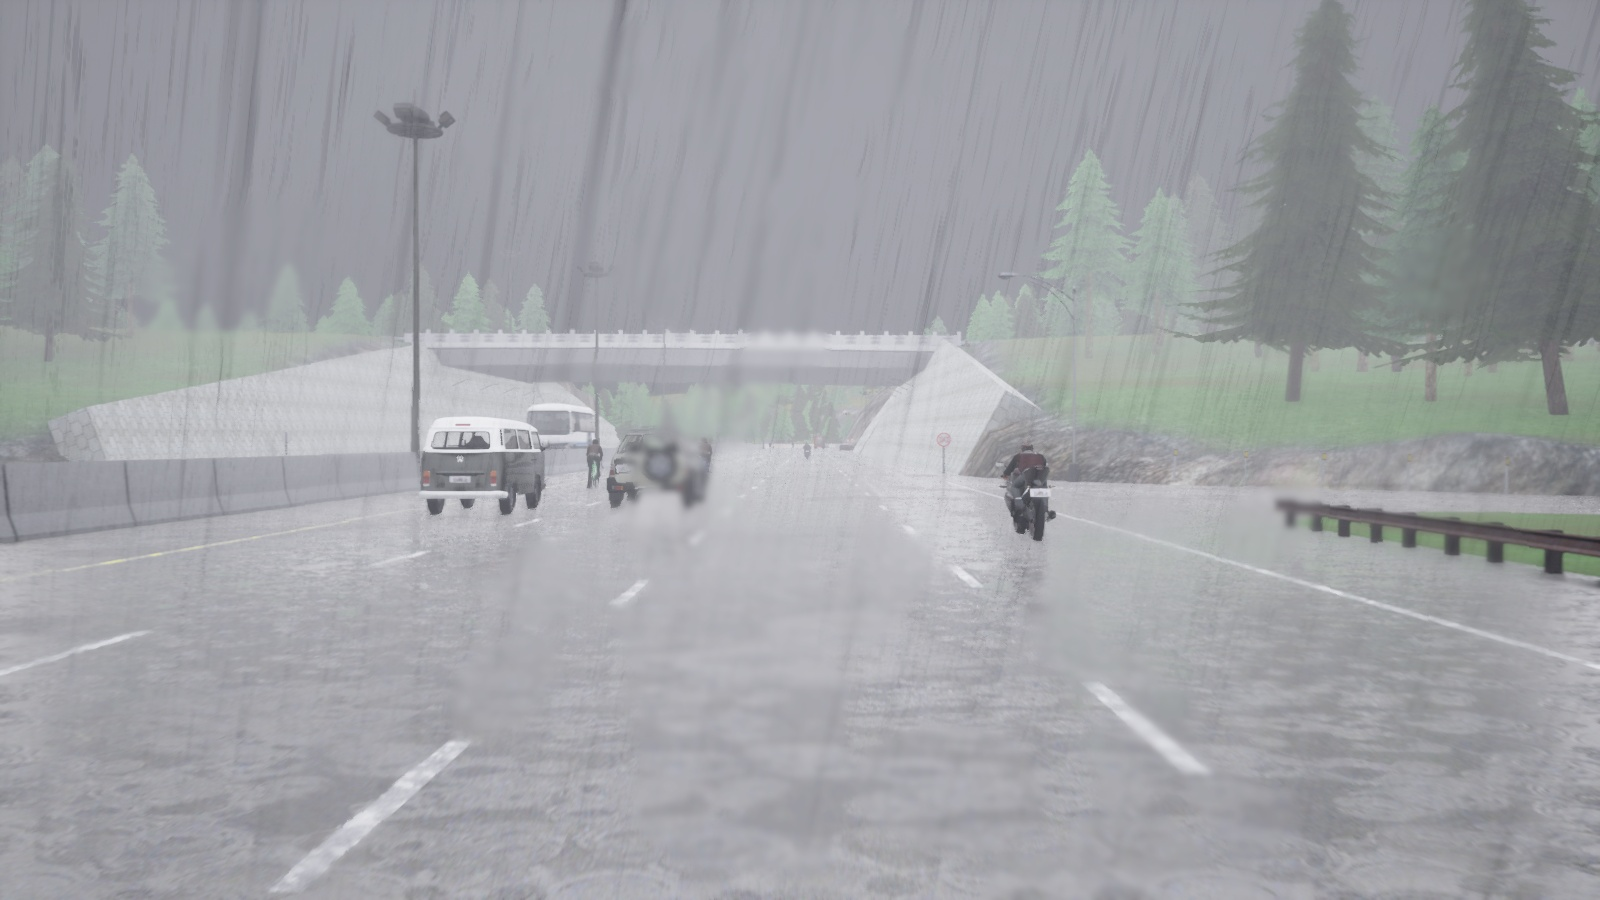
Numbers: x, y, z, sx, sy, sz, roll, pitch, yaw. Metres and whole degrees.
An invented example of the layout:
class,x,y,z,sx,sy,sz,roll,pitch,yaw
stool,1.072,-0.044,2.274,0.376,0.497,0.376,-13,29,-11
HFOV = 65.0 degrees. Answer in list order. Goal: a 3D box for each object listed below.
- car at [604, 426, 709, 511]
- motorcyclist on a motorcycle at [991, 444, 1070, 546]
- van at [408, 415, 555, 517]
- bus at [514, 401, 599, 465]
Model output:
class,x,y,z,sx,sy,sz,roll,pitch,yaw
car,-3.315,0.392,29.819,1.932,1.855,4.605,0,0,0
motorcyclist on a motorcycle,3.629,0.672,20.003,0.866,1.530,2.191,0,0,0
van,-6.829,0.310,27.444,2.069,2.038,4.480,0,0,0
bus,-16.981,-1.142,88.429,3.944,4.253,10.273,0,0,0
